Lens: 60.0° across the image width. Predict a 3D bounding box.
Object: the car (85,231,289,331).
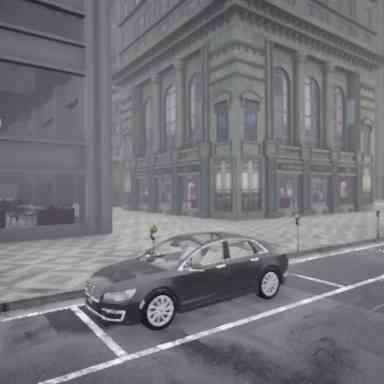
[{"bbox_3d":[0.112,1.530,6.731,4.403,1.369,2.008,0,0,-35],"label":"car"}]
